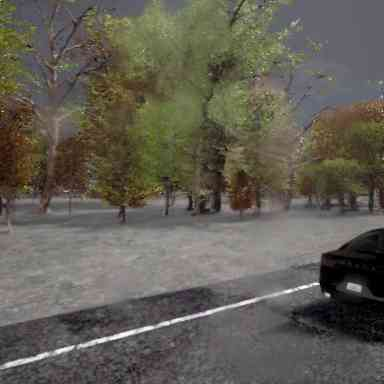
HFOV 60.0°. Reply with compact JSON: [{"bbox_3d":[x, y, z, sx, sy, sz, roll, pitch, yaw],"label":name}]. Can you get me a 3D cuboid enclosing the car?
[{"bbox_3d":[4.817,1.504,7.184,5.008,1.535,1.882,0,0,-35],"label":"car"}]
